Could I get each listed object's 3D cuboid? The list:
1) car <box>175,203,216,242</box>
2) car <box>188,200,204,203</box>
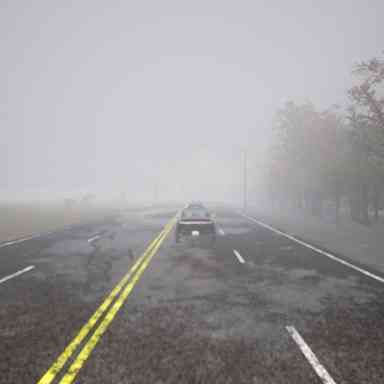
[{"bbox_3d":[0.168,1.527,16.489,2.128,1.511,4.902,0,0,1],"label":"car"},{"bbox_3d":[0.448,1.627,37.543,1.994,1.385,4.181,0,0,1],"label":"car"}]
